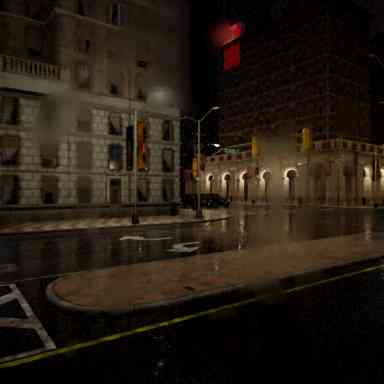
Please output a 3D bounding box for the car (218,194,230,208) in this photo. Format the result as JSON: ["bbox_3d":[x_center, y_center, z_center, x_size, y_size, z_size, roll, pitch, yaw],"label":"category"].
[{"bbox_3d":[3.086,1.221,48.487,2.150,2.045,5.566,0,0,-36],"label":"car"}]

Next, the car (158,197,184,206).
[{"bbox_3d":[-3.763,1.548,58.179,2.033,1.411,5.357,0,0,-35],"label":"car"}]

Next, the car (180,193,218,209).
[{"bbox_3d":[0.597,1.221,45.948,2.150,2.045,5.566,0,0,-35],"label":"car"}]
